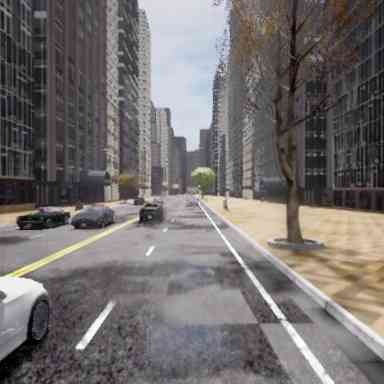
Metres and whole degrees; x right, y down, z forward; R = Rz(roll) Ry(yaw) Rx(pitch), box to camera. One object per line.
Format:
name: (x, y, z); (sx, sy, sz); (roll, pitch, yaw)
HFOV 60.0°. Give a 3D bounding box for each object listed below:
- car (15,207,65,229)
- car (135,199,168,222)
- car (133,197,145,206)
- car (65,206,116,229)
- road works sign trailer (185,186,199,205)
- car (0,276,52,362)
car: (-9.861, 1.698, 22.420); (1.895, 1.301, 4.718); (0, 0, 0)
car: (-3.168, 1.623, 27.481); (1.837, 1.490, 4.892); (0, 0, 0)
car: (-9.810, 1.742, 62.832); (1.882, 1.535, 5.008); (0, 0, 0)
car: (-6.614, 1.646, 22.995); (2.033, 1.411, 5.357); (0, 0, 0)
road works sign trailer: (0.068, 0.654, 62.955); (2.380, 3.560, 2.880); (3, -4, 1)
car: (-3.161, 1.541, 3.418); (1.812, 1.442, 4.674); (0, 0, 0)
